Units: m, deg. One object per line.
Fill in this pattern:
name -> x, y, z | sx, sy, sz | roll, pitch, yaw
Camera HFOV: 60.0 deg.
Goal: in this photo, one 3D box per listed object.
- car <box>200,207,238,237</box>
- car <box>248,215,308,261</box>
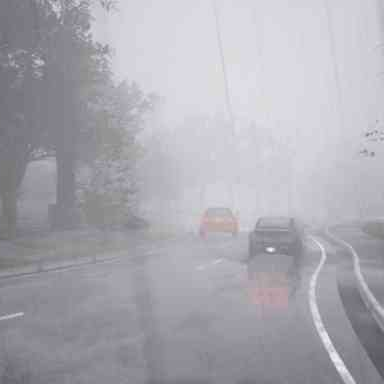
car -> 1.729, 1.679, 20.539 | 2.097, 1.767, 4.553 | 0, -1, 8
car -> 3.493, 1.703, 13.354 | 1.837, 1.490, 4.892 | 0, -1, 21
